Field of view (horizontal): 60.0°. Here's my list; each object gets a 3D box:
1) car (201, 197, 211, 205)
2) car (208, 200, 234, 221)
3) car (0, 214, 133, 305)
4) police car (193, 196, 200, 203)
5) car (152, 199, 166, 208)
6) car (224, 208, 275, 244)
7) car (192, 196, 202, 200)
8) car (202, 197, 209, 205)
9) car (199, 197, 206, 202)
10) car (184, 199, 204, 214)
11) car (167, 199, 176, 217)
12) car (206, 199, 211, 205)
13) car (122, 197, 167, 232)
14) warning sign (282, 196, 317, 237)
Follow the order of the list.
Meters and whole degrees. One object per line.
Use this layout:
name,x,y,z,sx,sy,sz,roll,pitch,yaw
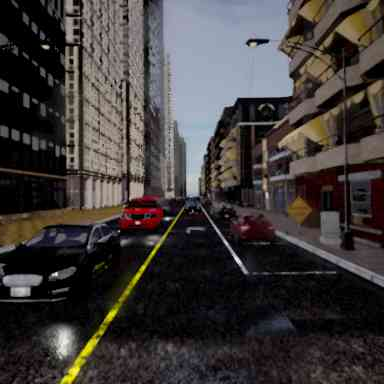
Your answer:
car,2.859,1.843,68.177,1.967,1.590,4.097,-1,0,0
car,2.755,1.681,28.637,2.008,1.369,4.403,-1,0,0
car,-3.089,1.552,8.454,2.128,1.511,4.902,-1,0,0
police car,1.115,1.976,85.948,1.930,1.638,5.238,-1,0,0
car,-5.550,1.964,56.901,2.008,1.369,4.403,-1,0,0
car,2.771,1.626,15.720,1.802,1.307,4.206,-1,0,0
car,0.125,1.775,49.067,1.882,1.535,5.008,-1,0,0
car,2.845,1.944,62.528,1.802,1.307,4.206,-1,0,0
car,2.920,2.093,90.939,1.752,1.417,4.829,-1,0,0
car,0.091,1.825,38.356,1.895,1.301,4.718,-1,0,0
car,-2.985,1.783,35.057,2.033,1.411,5.357,-1,0,1
car,2.770,1.719,34.285,2.008,1.369,4.403,-1,0,0
car,-3.057,1.363,21.319,2.150,2.045,5.566,-1,0,0
warning sign,5.090,1.135,15.832,1.300,1.860,1.060,-1,0,0
